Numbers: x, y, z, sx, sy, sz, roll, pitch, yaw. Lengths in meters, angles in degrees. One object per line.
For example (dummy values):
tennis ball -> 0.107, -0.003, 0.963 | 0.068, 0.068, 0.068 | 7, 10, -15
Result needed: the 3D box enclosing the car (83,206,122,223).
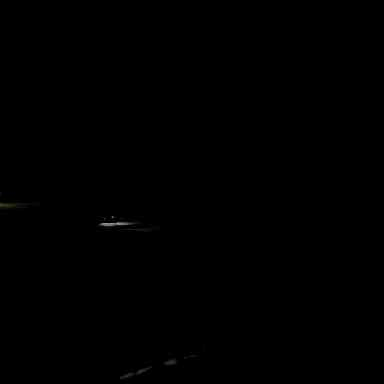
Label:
car -> -7.774, 1.873, 28.806 | 1.994, 1.385, 4.181 | 1, -1, -40
